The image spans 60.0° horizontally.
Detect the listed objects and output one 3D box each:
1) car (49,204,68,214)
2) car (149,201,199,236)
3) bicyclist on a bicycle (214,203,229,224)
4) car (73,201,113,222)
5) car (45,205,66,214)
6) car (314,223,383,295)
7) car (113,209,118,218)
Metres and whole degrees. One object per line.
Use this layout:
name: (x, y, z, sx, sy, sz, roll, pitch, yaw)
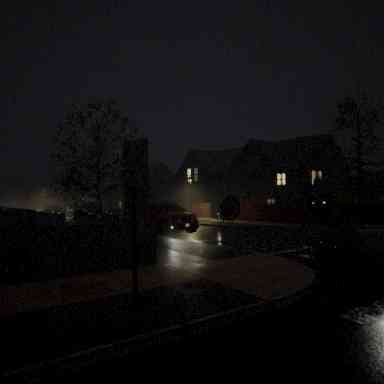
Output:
car: (-22.494, 2.846, 55.749, 1.812, 1.442, 4.674, -1, -1, -36)
car: (-1.852, 1.645, 21.869, 2.150, 2.045, 5.566, -1, 0, -35)
bicyclist on a bicycle: (2.358, 1.659, 26.031, 1.656, 1.620, 0.582, -1, 0, -36)
car: (-10.333, 1.995, 33.713, 2.150, 2.045, 5.566, -1, -1, -35)
car: (-19.315, 2.639, 46.422, 1.837, 1.490, 4.892, -1, -1, -36)
car: (4.836, 1.598, 8.950, 1.812, 1.442, 4.674, 0, -2, -2)
car: (-10.127, 2.379, 38.492, 1.994, 1.385, 4.181, -1, -1, -36)
